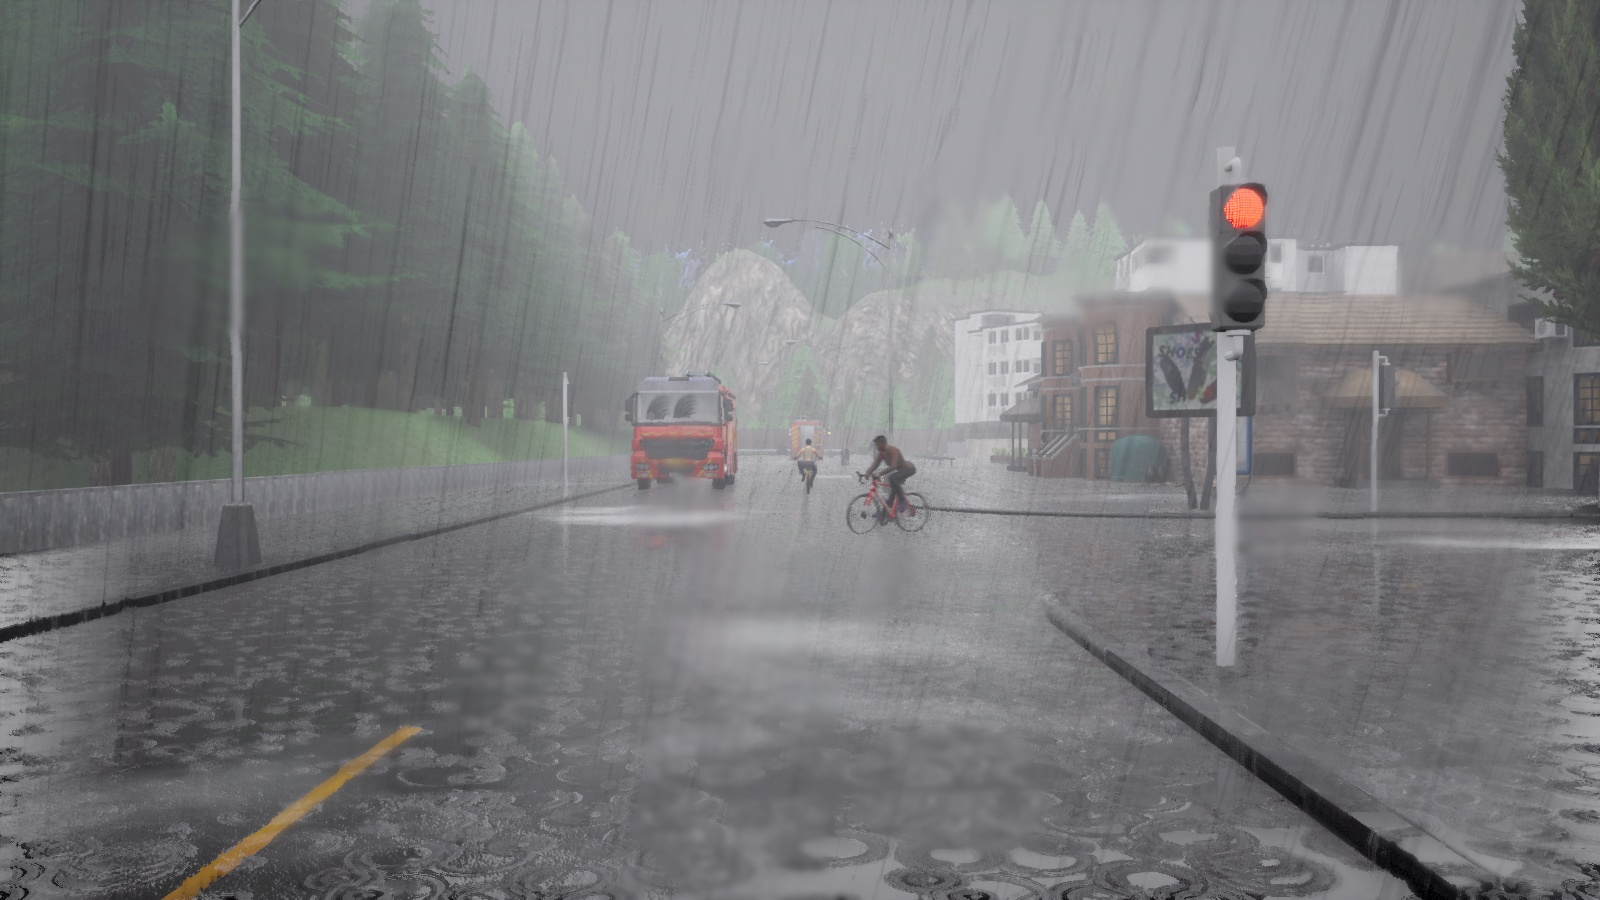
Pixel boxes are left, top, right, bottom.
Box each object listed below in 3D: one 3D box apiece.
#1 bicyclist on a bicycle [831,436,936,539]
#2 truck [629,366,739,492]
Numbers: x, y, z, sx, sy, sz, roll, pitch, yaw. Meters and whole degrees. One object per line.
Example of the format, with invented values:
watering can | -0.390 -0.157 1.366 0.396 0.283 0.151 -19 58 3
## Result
bicyclist on a bicycle | 1.374 0.584 20.557 1.656 1.620 0.582 -1 2 -31
truck | -3.747 -0.661 42.435 2.891 3.827 8.468 0 0 0
